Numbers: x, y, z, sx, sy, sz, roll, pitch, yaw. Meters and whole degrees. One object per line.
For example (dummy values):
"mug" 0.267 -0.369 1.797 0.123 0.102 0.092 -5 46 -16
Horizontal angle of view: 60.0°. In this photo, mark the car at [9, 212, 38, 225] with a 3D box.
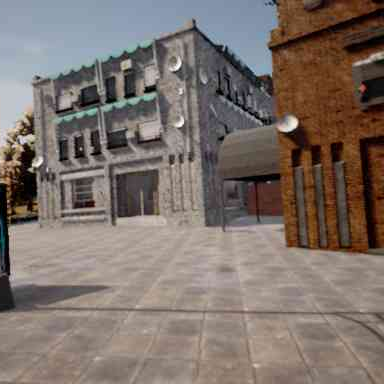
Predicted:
"car" -22.103 3.469 44.326 1.895 1.301 4.718 -5 3 28
